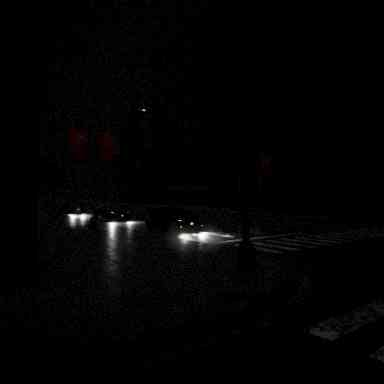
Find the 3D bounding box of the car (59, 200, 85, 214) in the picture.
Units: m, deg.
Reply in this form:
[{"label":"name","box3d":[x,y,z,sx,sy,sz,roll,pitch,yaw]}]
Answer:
[{"label":"car","box3d":[-13.598,1.629,37.686,2.128,1.511,4.902,0,0,-36]}]

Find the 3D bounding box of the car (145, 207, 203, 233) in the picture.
[{"label":"car","box3d":[-1.169,1.619,20.372,1.994,1.385,4.181,0,0,-36]}]

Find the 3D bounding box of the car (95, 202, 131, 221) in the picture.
[{"label":"car","box3d":[-6.905,1.619,28.359,1.812,1.442,4.674,0,0,-36]}]
